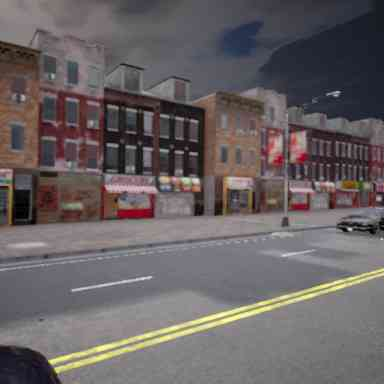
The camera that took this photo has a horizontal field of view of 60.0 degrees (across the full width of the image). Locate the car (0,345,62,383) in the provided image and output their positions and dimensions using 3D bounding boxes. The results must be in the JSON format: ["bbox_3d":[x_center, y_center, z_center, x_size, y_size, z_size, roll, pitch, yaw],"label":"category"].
[{"bbox_3d":[-2.667,1.562,1.535,4.181,1.385,1.994,0,0,-36],"label":"car"}]

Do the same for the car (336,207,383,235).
[{"bbox_3d":[10.556,1.592,19.207,5.357,1.411,2.033,0,0,-36],"label":"car"}]
